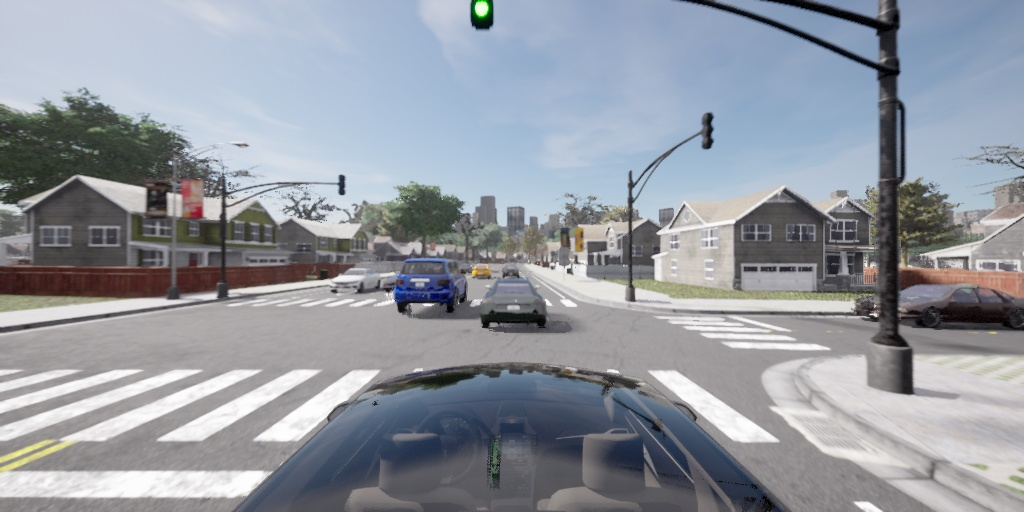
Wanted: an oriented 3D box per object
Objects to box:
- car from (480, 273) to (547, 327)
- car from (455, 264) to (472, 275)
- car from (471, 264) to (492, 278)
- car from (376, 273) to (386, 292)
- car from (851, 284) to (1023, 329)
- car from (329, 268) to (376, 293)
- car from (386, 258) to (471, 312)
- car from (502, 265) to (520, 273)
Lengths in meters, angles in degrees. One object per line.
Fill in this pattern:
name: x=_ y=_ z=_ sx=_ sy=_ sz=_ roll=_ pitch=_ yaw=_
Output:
car: x=0.035 y=1.447 z=12.077 sx=1.994 sy=1.385 sz=4.181 roll=0 pitch=-1 yaw=0
car: x=-6.846 y=1.843 z=50.904 sx=1.837 sy=1.490 sz=4.892 roll=0 pitch=-1 yaw=0
car: x=-3.375 y=1.707 z=41.078 sx=1.882 sy=1.535 sz=5.008 roll=0 pitch=-1 yaw=0
car: x=-6.727 y=1.555 z=23.417 sx=2.033 sy=1.411 sz=5.357 roll=0 pitch=-1 yaw=0
car: x=15.380 y=1.718 z=12.688 sx=5.357 sy=1.411 sz=2.033 roll=1 pitch=0 yaw=-2
car: x=-9.974 y=1.523 z=23.275 sx=1.812 sy=1.442 sz=4.674 roll=0 pitch=-1 yaw=0
car: x=-3.232 y=1.135 z=15.219 sx=2.150 sy=2.045 sz=5.566 roll=0 pitch=-1 yaw=0
car: x=-0.120 y=1.752 z=40.117 sx=1.812 sy=1.442 sz=4.674 roll=0 pitch=-1 yaw=0
